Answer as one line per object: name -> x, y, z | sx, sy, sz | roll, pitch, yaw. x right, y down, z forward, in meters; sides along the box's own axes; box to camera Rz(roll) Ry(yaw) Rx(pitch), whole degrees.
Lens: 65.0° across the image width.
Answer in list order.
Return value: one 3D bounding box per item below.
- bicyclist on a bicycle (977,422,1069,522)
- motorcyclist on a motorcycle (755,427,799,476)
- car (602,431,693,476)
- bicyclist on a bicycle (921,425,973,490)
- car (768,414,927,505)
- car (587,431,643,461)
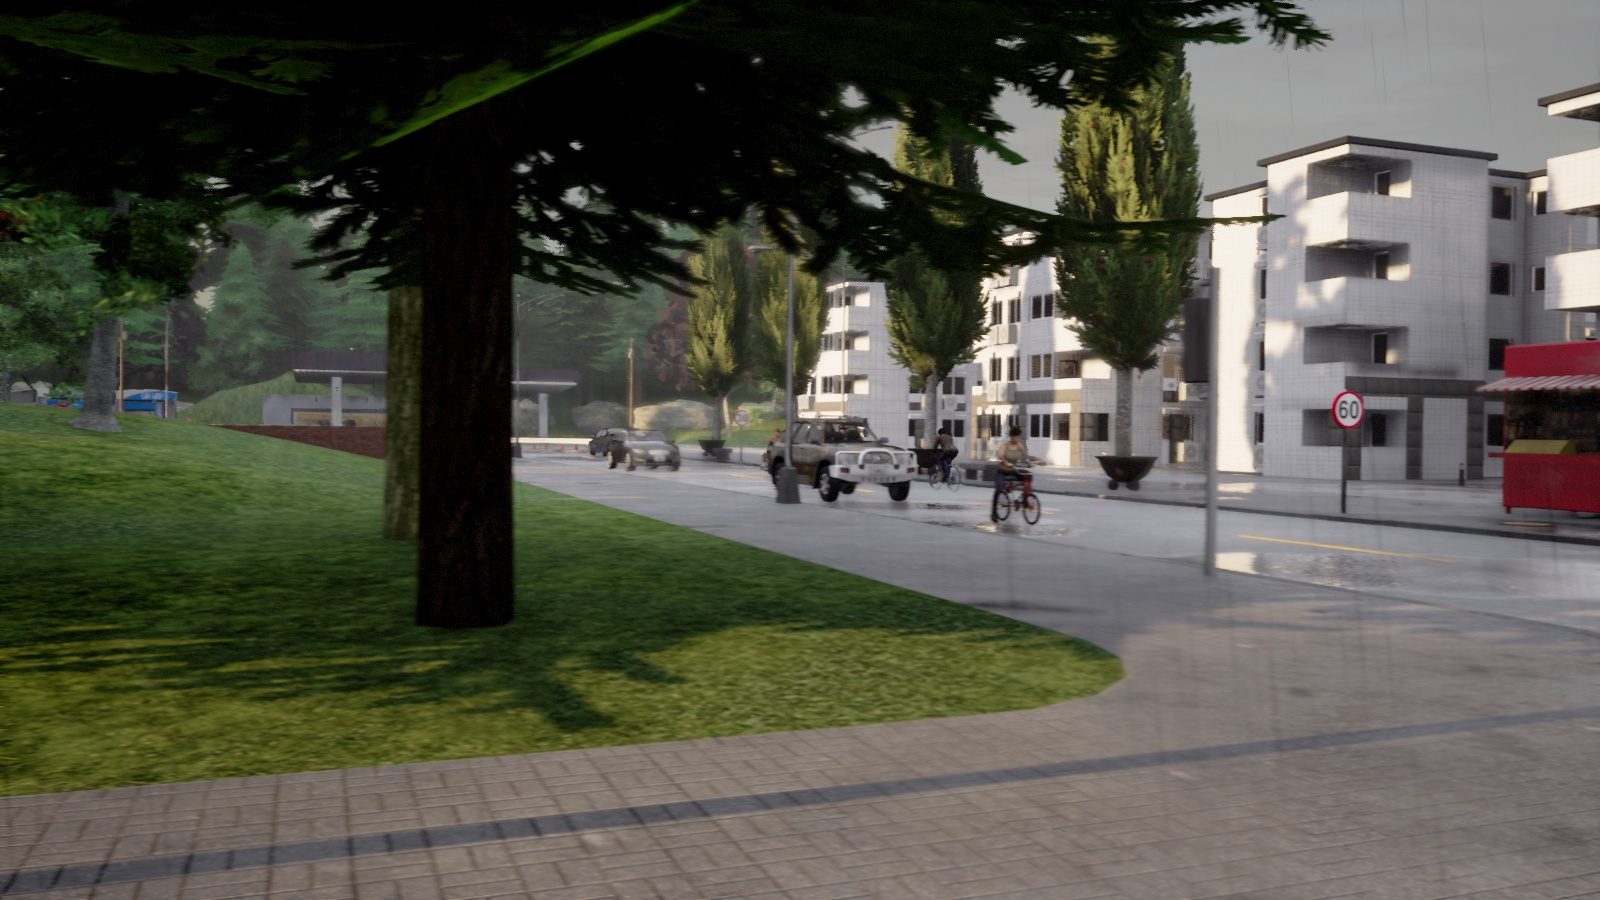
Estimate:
bicyclist on a bicycle -> 3.751, 0.348, 21.201 | 0.866, 1.612, 1.509 | -1, 1, -21
motorcyclist on a motorcycle -> -0.819, 0.038, 44.066 | 0.766, 1.649, 2.350 | -1, 1, -21
car -> -5.563, 0.076, 45.249 | 2.128, 1.511, 4.902 | -1, 1, -21
bicyclist on a bicycle -> 3.759, 0.184, 32.217 | 0.582, 1.620, 1.656 | -1, 1, -21
car -> 0.953, 0.140, 28.372 | 1.932, 1.855, 4.605 | -1, 1, -21
car -> -10.056, -0.256, 67.941 | 2.007, 1.525, 4.514 | -1, 1, -21
